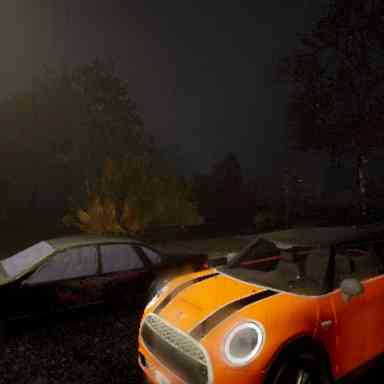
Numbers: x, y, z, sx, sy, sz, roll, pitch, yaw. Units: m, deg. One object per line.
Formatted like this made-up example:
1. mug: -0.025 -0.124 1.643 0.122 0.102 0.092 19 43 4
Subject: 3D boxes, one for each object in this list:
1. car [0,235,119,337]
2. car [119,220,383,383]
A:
1. car: -2.101 1.547 6.139 5.357 1.411 2.033 0 0 -35
2. car: 1.561 1.352 4.698 4.553 1.767 2.097 0 0 -34
